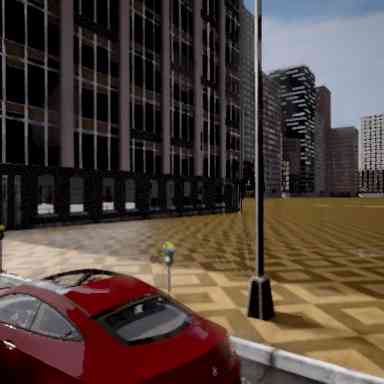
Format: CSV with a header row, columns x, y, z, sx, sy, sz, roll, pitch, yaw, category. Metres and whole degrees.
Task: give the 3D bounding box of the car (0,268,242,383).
x,y,z,sx,sy,sz,roll,pitch,yaw,category
-1.468,1.597,3.924,4.206,1.307,1.802,0,0,36,car
